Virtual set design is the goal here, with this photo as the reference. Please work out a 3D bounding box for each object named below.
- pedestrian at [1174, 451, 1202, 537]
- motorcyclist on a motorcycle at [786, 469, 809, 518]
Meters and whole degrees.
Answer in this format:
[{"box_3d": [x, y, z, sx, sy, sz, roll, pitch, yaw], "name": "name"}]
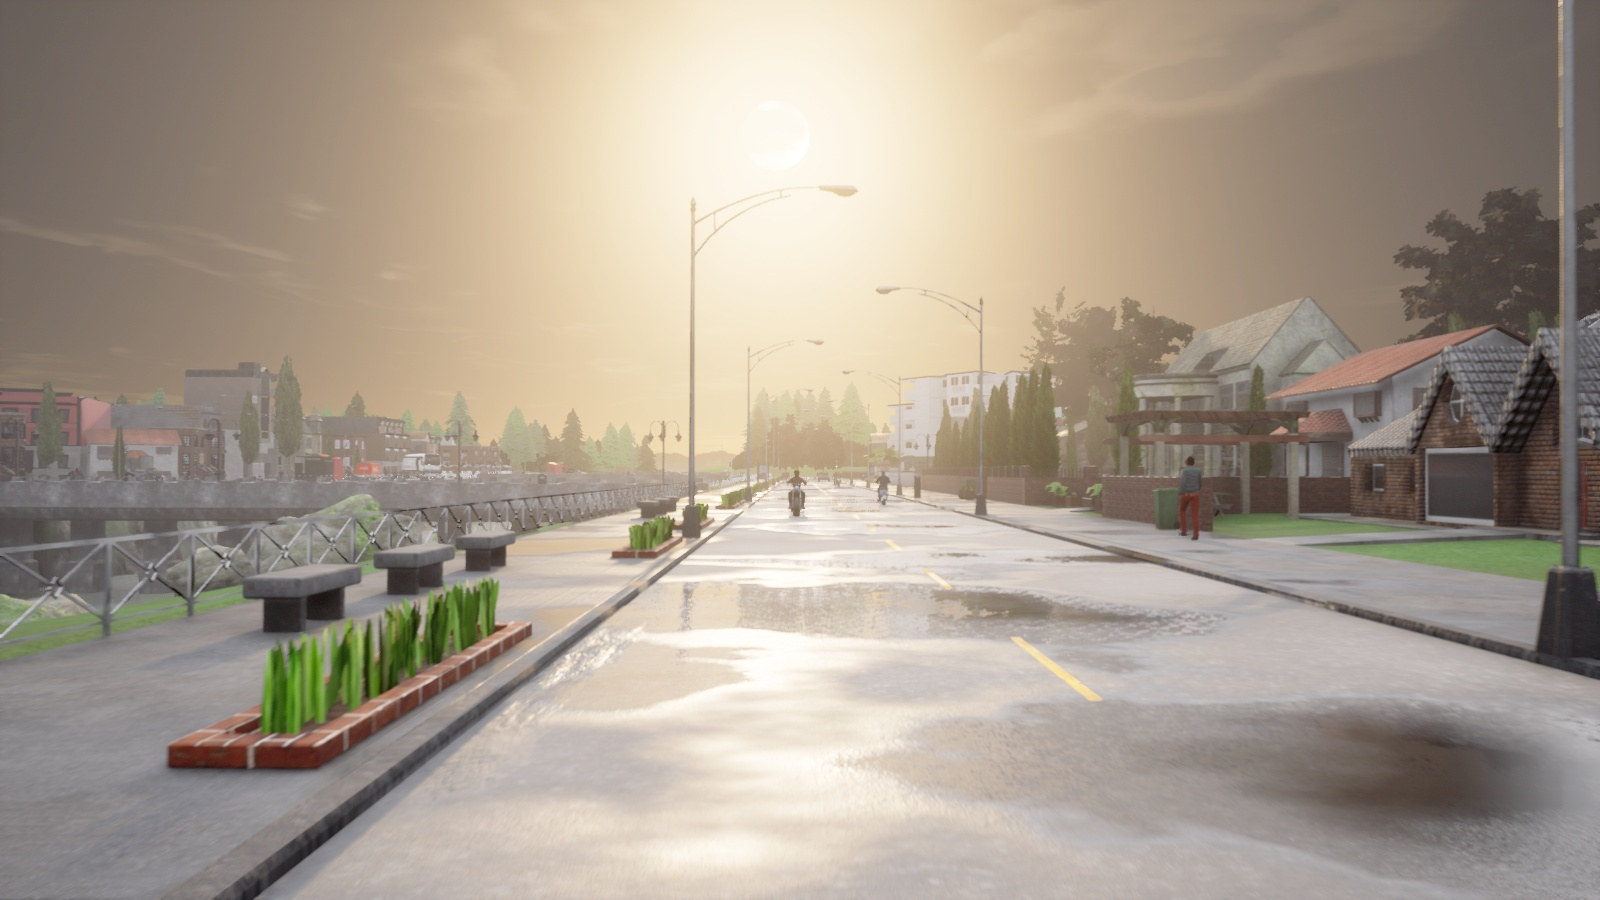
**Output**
[{"box_3d": [8.419, 0.947, 27.268, 0.353, 1.847, 0.614, 0, -1, -4], "name": "pedestrian"}, {"box_3d": [-0.103, 1.492, 43.417, 0.766, 1.649, 2.350, 0, -1, 0], "name": "motorcyclist on a motorcycle"}]
